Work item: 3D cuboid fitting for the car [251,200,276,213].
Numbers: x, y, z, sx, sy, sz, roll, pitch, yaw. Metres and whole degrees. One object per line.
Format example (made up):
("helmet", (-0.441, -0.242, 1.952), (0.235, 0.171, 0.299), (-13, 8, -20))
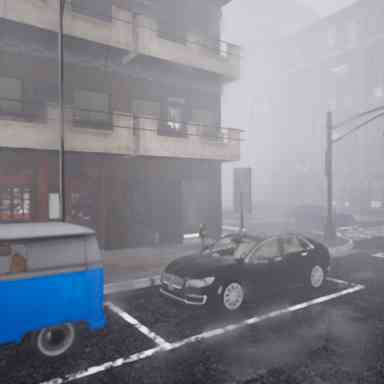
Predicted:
("car", (7.084, 1.514, 36.397), (1.887, 1.381, 4.507), (0, 0, -35))

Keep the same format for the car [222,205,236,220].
("car", (1.917, 1.613, 28.735), (1.887, 1.381, 4.507), (0, 0, -35))

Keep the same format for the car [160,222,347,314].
("car", (1.376, 1.581, 7.558), (4.403, 1.369, 2.008), (0, -1, -36))

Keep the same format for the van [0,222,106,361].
("van", (-3.165, 1.340, 4.319), (3.998, 1.788, 1.690), (0, -1, -36))

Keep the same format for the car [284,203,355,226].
("car", (8.799, 1.557, 23.344), (1.882, 1.535, 5.008), (-1, 1, -32))
